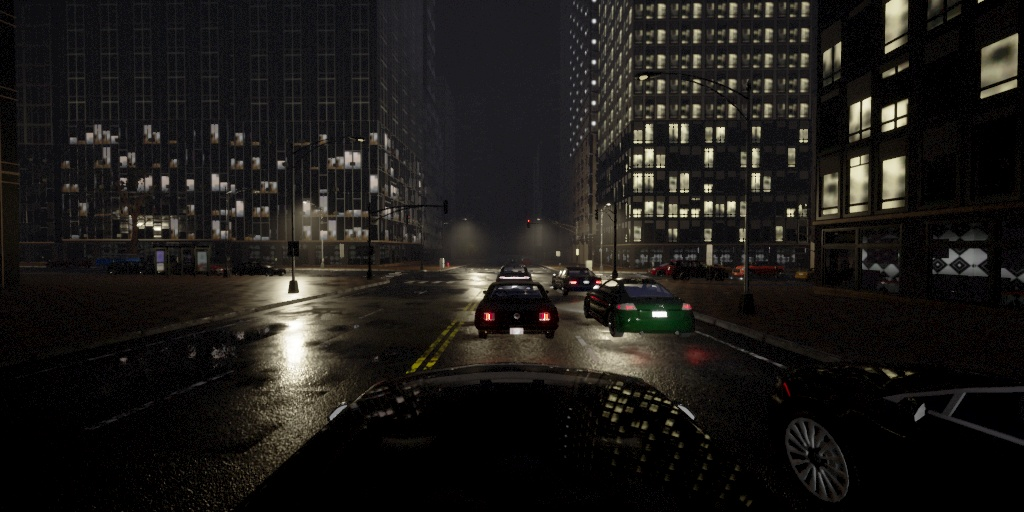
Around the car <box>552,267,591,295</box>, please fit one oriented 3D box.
[{"bbox_3d":[3.402,1.288,19.487,2.033,1.411,5.357,0,0,-3],"label":"car"}]

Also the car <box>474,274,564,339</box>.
[{"bbox_3d":[0.108,1.347,10.030,1.895,1.301,4.718,0,0,0],"label":"car"}]

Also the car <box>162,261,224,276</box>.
[{"bbox_3d":[-28.385,1.137,32.335,4.207,1.307,1.802,0,0,1],"label":"car"}]

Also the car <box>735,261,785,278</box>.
[{"bbox_3d":[25.512,1.294,37.230,4.553,1.767,2.097,1,1,1],"label":"car"}]

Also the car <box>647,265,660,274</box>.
[{"bbox_3d":[16.315,1.425,37.401,4.181,1.385,1.994,1,1,1],"label":"car"}]

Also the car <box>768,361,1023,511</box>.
[{"bbox_3d":[3.340,1.241,1.428,2.128,1.511,4.902,0,0,0],"label":"car"}]

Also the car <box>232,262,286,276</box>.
[{"bbox_3d":[-22.701,1.173,32.196,4.313,1.339,1.948,0,0,1],"label":"car"}]

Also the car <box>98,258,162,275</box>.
[{"bbox_3d":[-34.066,1.069,32.514,4.313,1.339,1.948,0,0,1],"label":"car"}]

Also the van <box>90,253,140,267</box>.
[{"bbox_3d":[-45.247,0.604,41.187,3.998,1.789,1.690,0,0,1],"label":"van"}]

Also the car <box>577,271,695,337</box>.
[{"bbox_3d":[3.366,1.310,10.258,1.994,1.385,4.181,0,0,-1],"label":"car"}]

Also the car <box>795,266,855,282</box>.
[{"bbox_3d":[27.671,1.578,31.416,4.829,1.417,1.751,0,0,1],"label":"car"}]

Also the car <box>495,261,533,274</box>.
[{"bbox_3d":[0.117,1.232,19.286,2.128,1.511,4.902,0,0,0],"label":"car"}]

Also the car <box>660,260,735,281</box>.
[{"bbox_3d":[16.223,1.268,31.625,5.009,1.841,2.192,0,0,1],"label":"car"}]
